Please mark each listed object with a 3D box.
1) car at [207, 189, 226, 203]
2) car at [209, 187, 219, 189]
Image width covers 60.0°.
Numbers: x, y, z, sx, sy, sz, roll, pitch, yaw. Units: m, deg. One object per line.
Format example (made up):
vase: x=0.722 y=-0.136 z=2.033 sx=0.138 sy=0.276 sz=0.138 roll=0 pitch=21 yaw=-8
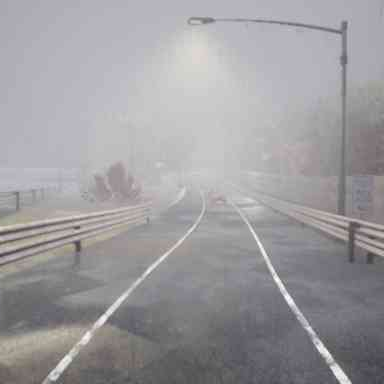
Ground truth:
car: x=3.342 y=0.691 z=43.083 sx=1.895 sy=1.301 sz=4.718 roll=1 pitch=3 yaw=1
car: x=3.502 y=-0.122 z=53.292 sx=2.128 sy=1.511 sz=4.902 roll=0 pitch=5 yaw=-1
